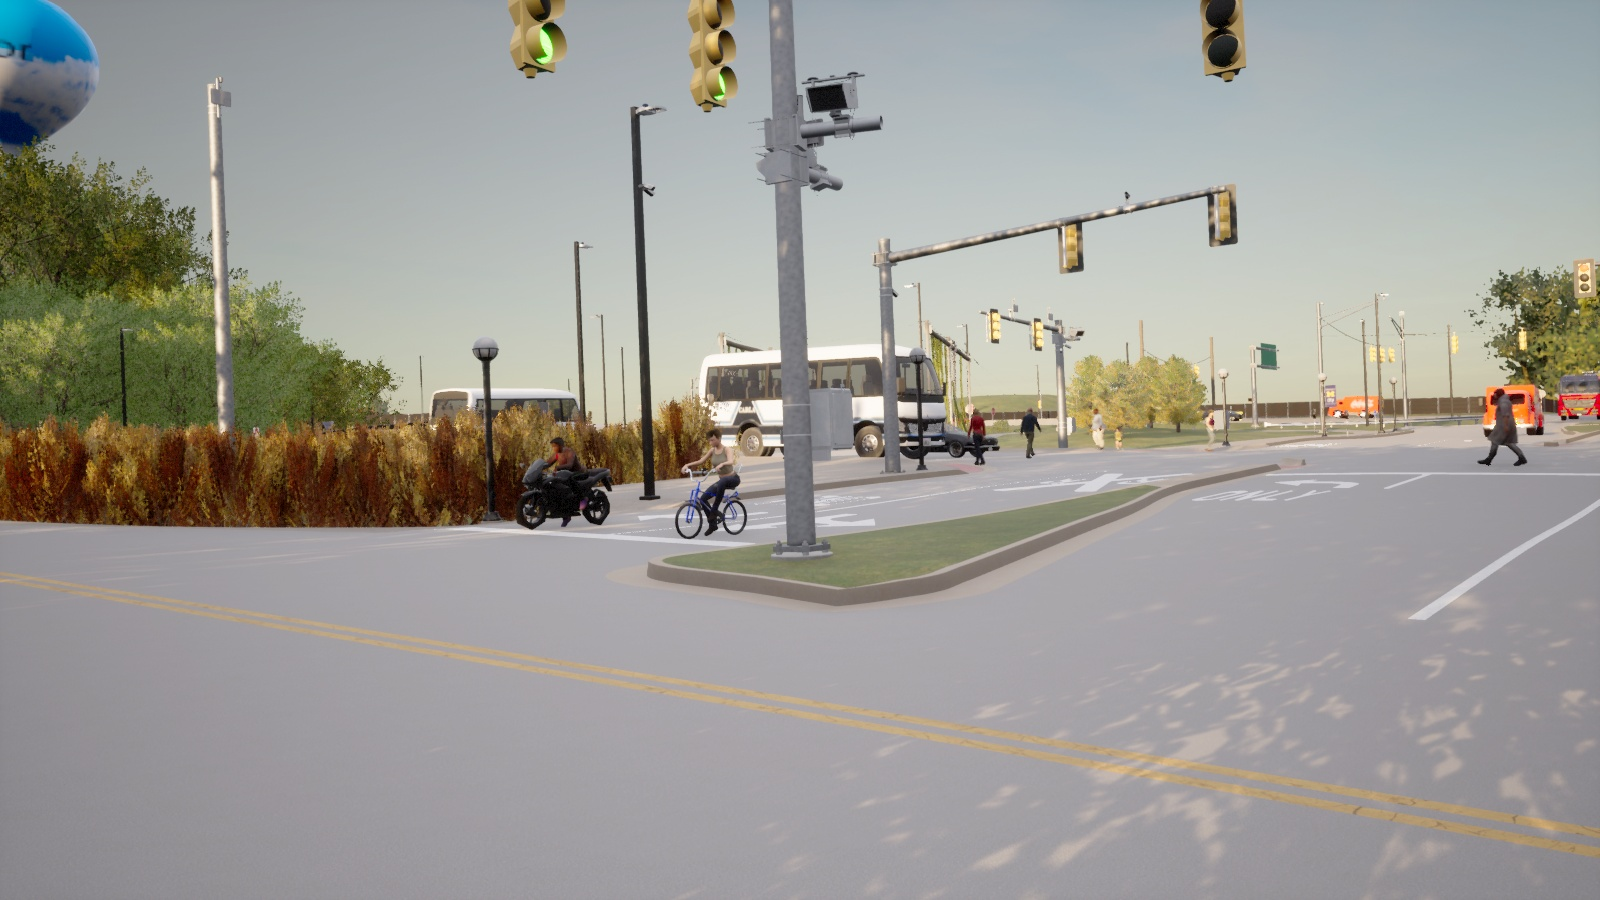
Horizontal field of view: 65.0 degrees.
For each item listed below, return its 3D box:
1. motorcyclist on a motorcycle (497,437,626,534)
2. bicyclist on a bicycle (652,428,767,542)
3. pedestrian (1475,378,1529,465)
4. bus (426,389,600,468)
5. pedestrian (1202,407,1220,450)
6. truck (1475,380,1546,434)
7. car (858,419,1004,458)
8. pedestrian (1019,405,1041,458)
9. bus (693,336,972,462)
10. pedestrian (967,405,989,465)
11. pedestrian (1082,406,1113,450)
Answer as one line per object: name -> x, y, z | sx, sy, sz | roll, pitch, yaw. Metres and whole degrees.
motorcyclist on a motorcycle -> -3.958, 0.559, 20.983 | 0.797, 1.523, 2.044 | -1, 0, 39
bicyclist on a bicycle -> -1.328, 0.498, 18.664 | 0.866, 1.612, 1.509 | -1, 0, 41
pedestrian -> 16.123, -0.644, 28.849 | 0.873, 1.952, 0.659 | -3, 0, 45
bus -> -16.485, -1.358, 73.196 | 3.944, 4.253, 10.273 | 0, 2, 29
pedestrian -> 17.885, -0.938, 54.640 | 0.594, 1.836, 0.345 | -3, 0, 38
truck -> 34.982, -2.068, 61.780 | 2.627, 2.467, 5.204 | -2, 0, 34
car -> 5.069, -0.436, 49.106 | 5.357, 1.411, 2.033 | 0, 1, 37
pedestrian -> 8.093, -0.653, 44.118 | 0.402, 1.842, 0.726 | -3, 0, 38
bus -> 1.026, -1.755, 47.453 | 10.273, 4.253, 3.944 | 0, 1, 41
pedestrian -> 5.555, -0.457, 39.182 | 0.331, 1.846, 0.636 | -2, 0, -21
pedestrian -> 13.013, -0.969, 54.898 | 0.900, 1.855, 0.874 | -2, 0, -18
